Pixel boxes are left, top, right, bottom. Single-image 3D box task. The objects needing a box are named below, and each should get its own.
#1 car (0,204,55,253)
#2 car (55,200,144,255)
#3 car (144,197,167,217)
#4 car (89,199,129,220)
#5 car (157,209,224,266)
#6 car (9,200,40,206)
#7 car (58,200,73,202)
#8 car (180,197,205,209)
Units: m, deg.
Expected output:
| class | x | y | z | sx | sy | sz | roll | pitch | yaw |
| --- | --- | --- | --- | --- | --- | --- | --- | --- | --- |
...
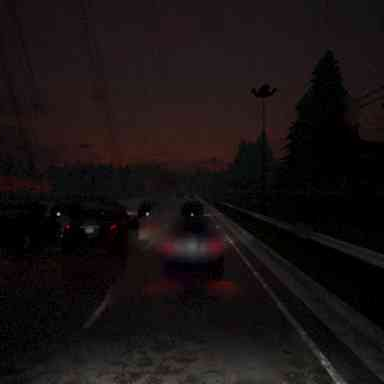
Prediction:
| class | x | y | z | sx | sy | sz | roll | pitch | yaw |
| --- | --- | --- | --- | --- | --- | --- | --- | --- | --- |
| car | -6.958 | 1.485 | 13.540 | 1.837 | 1.490 | 4.892 | 0 | 0 | 0 |
| car | -3.458 | 1.330 | 13.420 | 2.097 | 1.767 | 4.553 | 0 | 0 | 1 |
| car | -3.461 | 1.462 | 28.532 | 1.837 | 1.490 | 4.892 | 0 | 0 | 1 |
| car | -6.961 | 1.448 | 28.501 | 2.128 | 1.511 | 4.902 | 0 | 0 | 1 |
| car | 0.024 | 1.530 | 11.380 | 2.033 | 1.411 | 5.357 | 0 | 0 | 0 |
| car | -14.048 | 1.459 | 28.525 | 1.837 | 1.490 | 4.892 | 0 | 0 | -1 |
| car | -10.460 | 1.461 | 28.534 | 1.837 | 1.490 | 4.892 | 0 | 0 | 1 |
| car | 0.039 | 1.462 | 28.556 | 1.837 | 1.490 | 4.892 | 0 | 0 | 1 |
